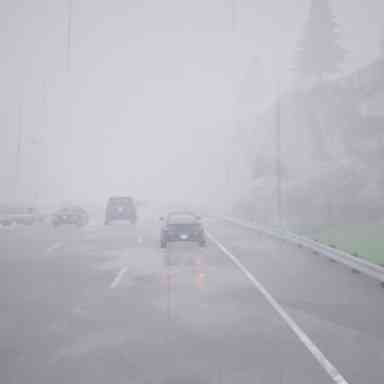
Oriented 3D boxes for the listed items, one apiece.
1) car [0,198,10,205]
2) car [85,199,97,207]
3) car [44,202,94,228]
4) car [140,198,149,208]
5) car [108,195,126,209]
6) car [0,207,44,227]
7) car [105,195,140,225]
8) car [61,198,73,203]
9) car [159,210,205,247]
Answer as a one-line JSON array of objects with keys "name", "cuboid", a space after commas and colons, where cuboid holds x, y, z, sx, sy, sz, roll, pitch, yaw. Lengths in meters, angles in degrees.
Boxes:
[{"name": "car", "cuboid": [-41.398, 2.121, 73.474, 1.994, 1.385, 4.181, -1, 0, -31]}, {"name": "car", "cuboid": [-17.350, 1.903, 56.769, 1.895, 1.301, 4.718, -1, 0, -21]}, {"name": "car", "cuboid": [-8.604, 1.689, 23.836, 2.033, 1.411, 5.357, -1, 0, -10]}, {"name": "car", "cuboid": [-7.946, 1.665, 51.060, 1.882, 1.535, 5.008, 0, 0, -19]}, {"name": "car", "cuboid": [-11.578, 1.450, 51.125, 2.150, 2.045, 5.566, 0, 0, -19]}, {"name": "car", "cuboid": [-12.332, 1.785, 24.599, 1.895, 1.301, 4.718, -1, 0, -10]}, {"name": "car", "cuboid": [-5.296, 1.330, 25.327, 2.150, 2.045, 5.566, 0, 0, -9]}, {"name": "car", "cuboid": [-21.651, 1.828, 57.655, 1.882, 1.535, 5.008, 0, 0, -22]}, {"name": "car", "cuboid": [-0.515, 1.561, 15.231, 1.812, 1.442, 4.674, 0, 0, -5]}]
